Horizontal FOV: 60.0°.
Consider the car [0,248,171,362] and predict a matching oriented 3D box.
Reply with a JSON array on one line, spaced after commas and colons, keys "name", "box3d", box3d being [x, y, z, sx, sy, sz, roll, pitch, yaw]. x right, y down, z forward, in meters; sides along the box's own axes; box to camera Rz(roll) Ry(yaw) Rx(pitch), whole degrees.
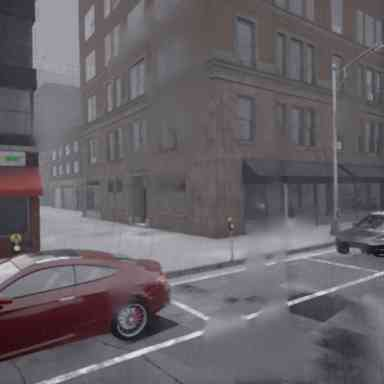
[{"name": "car", "box3d": [-2.297, 1.568, 4.893, 4.206, 1.307, 1.802, -1, 1, -35]}]

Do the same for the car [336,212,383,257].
[{"name": "car", "box3d": [6.682, 1.356, 11.249, 4.313, 1.339, 1.947, -1, 1, -35]}]
